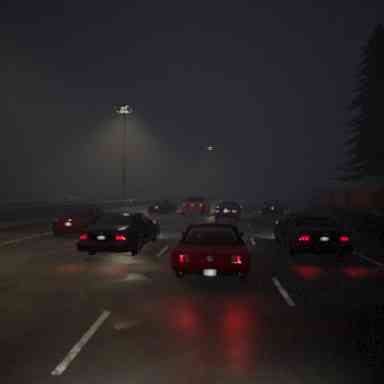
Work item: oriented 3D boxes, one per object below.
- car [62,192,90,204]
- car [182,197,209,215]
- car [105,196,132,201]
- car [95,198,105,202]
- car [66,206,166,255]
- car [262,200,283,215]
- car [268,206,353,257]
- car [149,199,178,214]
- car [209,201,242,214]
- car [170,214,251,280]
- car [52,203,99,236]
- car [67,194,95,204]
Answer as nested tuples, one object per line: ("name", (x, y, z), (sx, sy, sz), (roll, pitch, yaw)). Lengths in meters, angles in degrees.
("car", (-18.707, 0.967, 54.350), (2.150, 2.045, 5.566), (0, 0, 19))
("car", (0.495, 1.216, 31.725), (2.097, 1.767, 4.553), (0, 0, 13))
("car", (-9.951, 1.385, 47.422), (1.895, 1.301, 4.718), (0, 0, 18))
("car", (-12.459, 1.330, 50.923), (1.994, 1.385, 4.181), (0, 0, 18))
("car", (-2.619, 1.488, 13.043), (2.033, 1.411, 5.357), (0, 0, 6))
("car", (7.715, 1.436, 31.862), (1.994, 1.385, 4.181), (0, 0, 13))
("car", (4.393, 1.497, 12.826), (2.033, 1.411, 5.357), (0, 0, 6))
("car", (-2.824, 1.419, 32.912), (1.994, 1.385, 4.181), (0, 0, 13))
("car", (2.945, 1.436, 26.634), (2.033, 1.411, 5.357), (0, 0, 11))
("car", (0.605, 1.559, 9.863), (1.895, 1.301, 4.718), (0, 0, 5))
("car", (-5.574, 1.481, 17.675), (1.994, 1.385, 4.181), (0, 0, 7))
("car", (-16.298, 1.364, 50.539), (1.895, 1.301, 4.718), (0, 0, 18))
